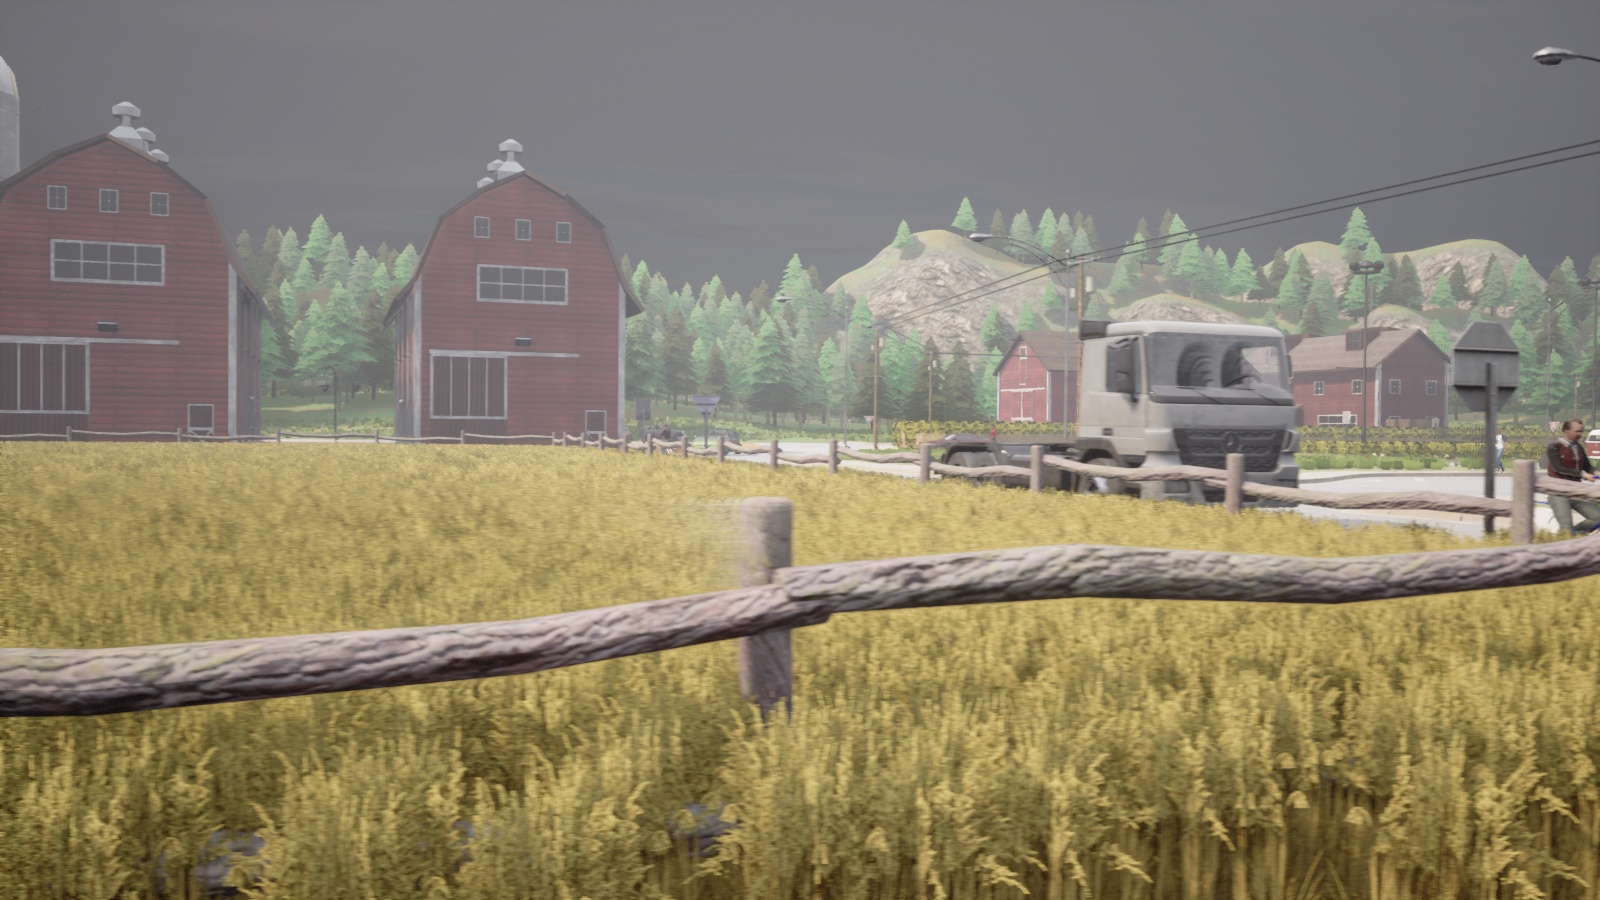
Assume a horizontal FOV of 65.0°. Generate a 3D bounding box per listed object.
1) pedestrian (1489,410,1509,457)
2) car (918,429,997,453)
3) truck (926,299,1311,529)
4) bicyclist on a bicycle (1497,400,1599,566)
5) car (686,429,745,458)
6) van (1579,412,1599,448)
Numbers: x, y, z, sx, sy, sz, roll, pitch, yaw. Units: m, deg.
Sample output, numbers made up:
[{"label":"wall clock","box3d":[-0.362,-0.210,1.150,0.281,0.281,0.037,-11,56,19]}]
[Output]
[{"label":"pedestrian","box3d":[27.740,-0.651,49.839,0.706,1.836,0.354,-1,1,-22]},{"label":"car","box3d":[10.175,-0.595,81.152,4.674,1.442,1.812,-1,1,-15]},{"label":"truck","box3d":[5.380,-0.616,23.141,2.891,3.462,7.936,-1,1,-20]},{"label":"bicyclist on a bicycle","box3d":[8.771,0.349,13.925,0.659,1.776,1.843,-1,1,-20]},{"label":"car","box3d":[-4.749,-0.405,71.326,2.007,1.525,4.514,0,1,15]},{"label":"van","box3d":[47.564,-1.165,72.540,4.480,2.038,2.069,-1,1,-20]}]
